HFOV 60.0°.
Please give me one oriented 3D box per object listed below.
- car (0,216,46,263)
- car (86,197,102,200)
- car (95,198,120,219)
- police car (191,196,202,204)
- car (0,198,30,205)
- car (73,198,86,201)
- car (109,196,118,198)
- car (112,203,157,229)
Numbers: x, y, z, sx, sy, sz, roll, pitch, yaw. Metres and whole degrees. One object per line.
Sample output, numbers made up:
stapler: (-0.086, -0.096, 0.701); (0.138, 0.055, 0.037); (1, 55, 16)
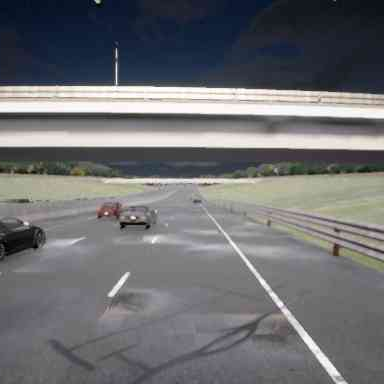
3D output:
car: (-6.897, 1.539, 11.738); (1.994, 1.385, 4.181); (0, 0, 0)
car: (-20.982, 1.832, 73.285); (2.128, 1.511, 4.902); (0, -1, 0)
car: (-6.893, 1.552, 29.035); (1.812, 1.442, 4.674); (0, 0, 0)
police car: (1.244, 1.977, 78.198); (1.930, 1.638, 5.238); (0, -1, 0)
car: (-17.583, 1.405, 32.737); (2.097, 1.767, 4.553); (0, 0, 0)
car: (-24.482, 1.902, 73.255); (1.895, 1.301, 4.718); (0, -1, 0)
car: (-17.482, 1.663, 73.317); (2.097, 1.767, 4.553); (0, -1, 0)
car: (-3.396, 1.538, 21.609); (2.033, 1.411, 5.357); (0, 0, 0)
